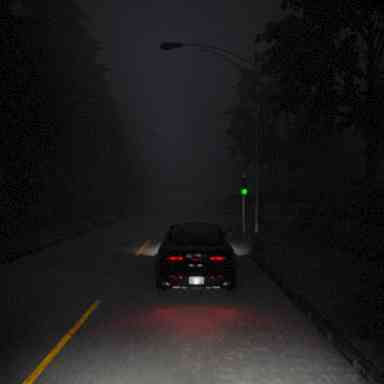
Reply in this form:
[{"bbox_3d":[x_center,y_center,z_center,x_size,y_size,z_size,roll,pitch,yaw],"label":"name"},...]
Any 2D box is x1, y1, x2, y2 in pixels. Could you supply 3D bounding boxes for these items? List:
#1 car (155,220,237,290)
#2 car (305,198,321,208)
[{"bbox_3d":[0.091,1.538,9.166,1.837,1.490,4.892,0,0,0],"label":"car"},{"bbox_3d":[15.755,1.454,44.922,1.994,1.381,4.181,0,0,0],"label":"car"}]
